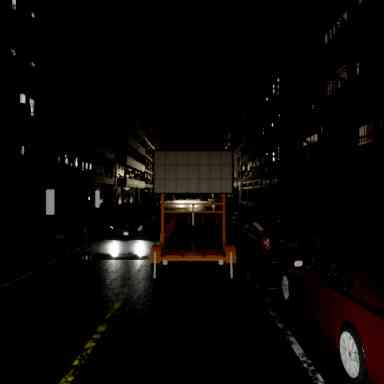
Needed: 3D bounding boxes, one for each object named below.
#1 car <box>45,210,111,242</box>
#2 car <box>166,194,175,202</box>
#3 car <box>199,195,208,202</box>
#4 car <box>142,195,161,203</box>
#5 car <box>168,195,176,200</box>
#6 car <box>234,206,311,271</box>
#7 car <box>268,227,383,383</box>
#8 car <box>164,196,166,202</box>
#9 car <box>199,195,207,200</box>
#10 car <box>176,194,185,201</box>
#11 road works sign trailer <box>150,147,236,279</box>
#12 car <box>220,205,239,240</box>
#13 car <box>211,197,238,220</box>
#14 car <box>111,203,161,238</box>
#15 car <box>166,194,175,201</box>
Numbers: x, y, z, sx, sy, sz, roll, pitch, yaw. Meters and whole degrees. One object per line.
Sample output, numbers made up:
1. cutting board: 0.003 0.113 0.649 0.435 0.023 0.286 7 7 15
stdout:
1. car: -5.653 1.565 16.515 1.947 1.339 4.313 0 0 0
2. car: -5.515 1.293 78.516 2.192 1.841 5.009 0 0 0
3. car: 2.865 1.503 78.664 1.752 1.417 4.829 0 0 0
4. car: -5.591 1.432 44.698 1.967 1.590 4.097 0 0 0
5. car: -5.491 1.517 89.789 1.887 1.381 4.507 0 0 0
6. car: 2.716 1.440 10.858 1.967 1.590 4.097 0 0 0
7. car: 2.703 1.545 5.221 1.887 1.381 4.507 0 0 0
8. car: -5.577 1.305 50.335 2.192 1.841 5.009 0 0 0
9. car: 2.890 1.517 89.766 1.887 1.381 4.507 0 0 0
10. car: -2.819 1.199 83.300 2.150 2.045 5.566 0 0 0
11. road works sign trailer: 0.037 0.464 10.013 2.380 3.560 2.880 0 0 0
12. car: 2.728 1.550 16.493 2.008 1.369 4.403 0 0 0
13. car: 2.754 1.312 27.766 2.192 1.841 5.009 0 0 0
14. car: -3.059 1.546 18.067 2.033 1.411 5.357 0 0 0
15. car: -5.503 1.415 84.152 1.967 1.590 4.097 0 0 0
